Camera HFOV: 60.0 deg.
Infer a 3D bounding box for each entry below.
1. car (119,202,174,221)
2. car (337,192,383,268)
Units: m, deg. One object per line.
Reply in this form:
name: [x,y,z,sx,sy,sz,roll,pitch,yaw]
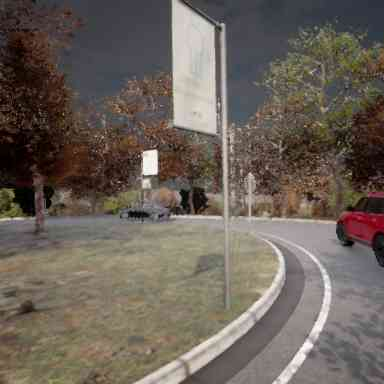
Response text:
car: [-3.865,1.605,27.821,4.902,1.511,2.128,-1,0,24]
car: [6.409,1.006,10.491,2.150,2.045,5.566,-1,0,7]
